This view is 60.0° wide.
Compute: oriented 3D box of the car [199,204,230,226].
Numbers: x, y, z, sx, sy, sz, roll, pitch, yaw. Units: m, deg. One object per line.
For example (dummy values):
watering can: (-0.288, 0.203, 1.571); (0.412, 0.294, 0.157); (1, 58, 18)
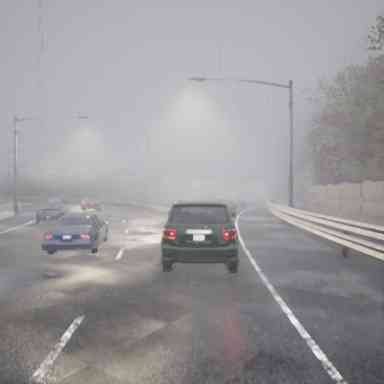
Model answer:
car: (1.783, 1.639, 25.034); (1.994, 1.385, 4.181); (0, 0, 8)

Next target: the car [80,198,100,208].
car: (-13.320, 1.507, 43.364); (2.097, 1.767, 4.553); (0, 0, -24)

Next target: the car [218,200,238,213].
car: (4.474, 1.683, 40.466); (1.994, 1.385, 4.181); (0, 0, 13)

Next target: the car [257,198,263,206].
car: (16.646, 2.758, 84.622); (2.150, 2.045, 5.566); (0, -4, 17)

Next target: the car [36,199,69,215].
car: (-10.681, 1.587, 25.614); (2.128, 1.511, 4.902); (0, 0, -15)

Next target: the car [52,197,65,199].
car: (-21.231, 1.717, 51.242); (1.812, 1.442, 4.674); (0, 0, -29)

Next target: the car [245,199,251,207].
car: (7.859, 1.744, 53.537); (1.994, 1.385, 4.181); (0, -1, 15)

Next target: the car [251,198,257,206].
car: (10.980, 2.041, 64.559); (1.895, 1.301, 4.718); (0, -2, 15)

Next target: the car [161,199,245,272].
car: (0.322, 1.256, 11.108); (2.150, 2.045, 5.566); (0, 0, 3)

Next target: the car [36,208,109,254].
car: (-4.623, 1.598, 13.805); (2.033, 1.411, 5.357); (0, 0, -8)
